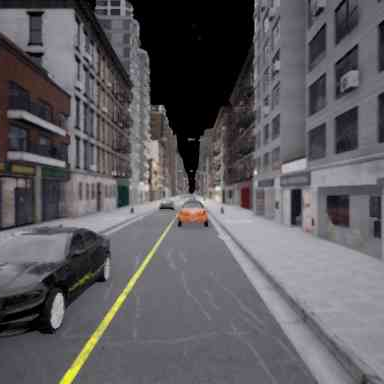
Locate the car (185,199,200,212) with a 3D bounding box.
[{"bbox_3d":[0.075,1.639,42.606,1.837,1.490,4.892,0,0,0],"label":"car"}]

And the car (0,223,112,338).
[{"bbox_3d":[-3.091,1.503,7.025,1.882,1.535,5.008,0,0,0],"label":"car"}]

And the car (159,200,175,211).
[{"bbox_3d":[-3.102,1.681,42.345,2.033,1.411,5.357,0,0,0],"label":"car"}]

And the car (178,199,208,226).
[{"bbox_3d":[0.077,1.432,24.307,2.097,1.767,4.553,0,0,0],"label":"car"}]
